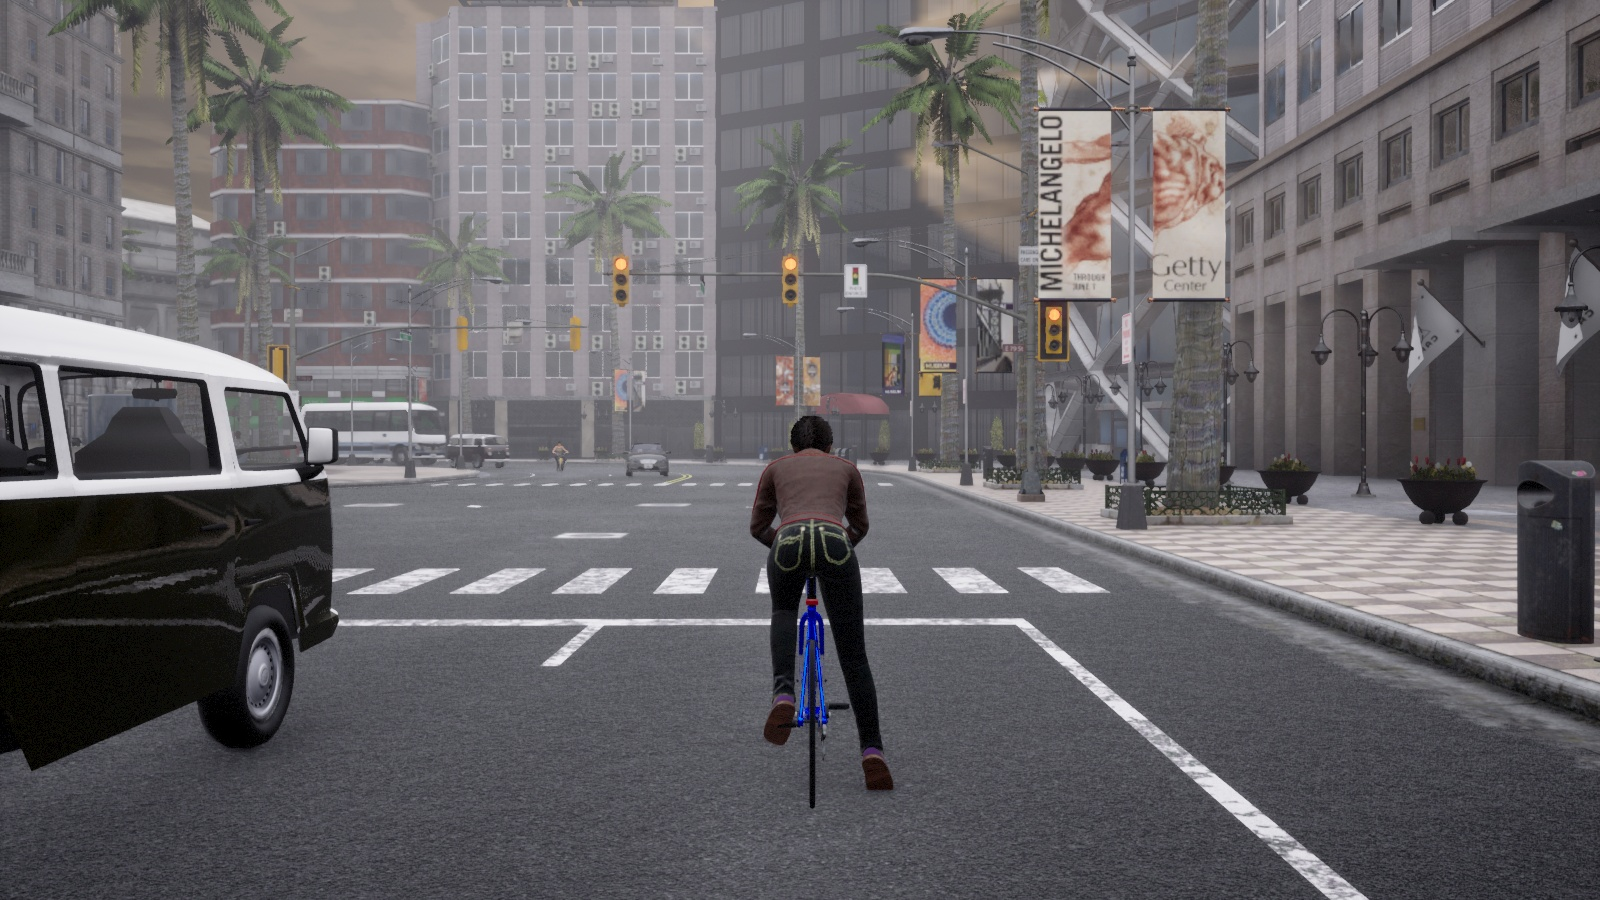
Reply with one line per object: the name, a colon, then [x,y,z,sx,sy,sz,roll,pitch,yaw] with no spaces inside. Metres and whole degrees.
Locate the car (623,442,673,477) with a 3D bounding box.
car: [-6.900,0.378,56.595,2.128,1.511,4.902,0,0,-8]

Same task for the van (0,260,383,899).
van: [-3.447,0.439,5.000,2.069,2.038,4.480,0,0,0]

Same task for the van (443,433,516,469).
van: [-18.966,0.036,74.125,4.480,2.038,2.069,0,0,43]

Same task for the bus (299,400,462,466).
bus: [-28.325,-1.131,84.755,10.273,4.253,3.944,0,0,22]

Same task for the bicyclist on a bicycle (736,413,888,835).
bicyclist on a bicycle: [0.052,0.667,5.656,0.582,1.620,1.656,0,0,0]
